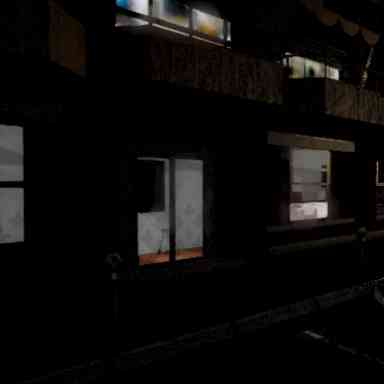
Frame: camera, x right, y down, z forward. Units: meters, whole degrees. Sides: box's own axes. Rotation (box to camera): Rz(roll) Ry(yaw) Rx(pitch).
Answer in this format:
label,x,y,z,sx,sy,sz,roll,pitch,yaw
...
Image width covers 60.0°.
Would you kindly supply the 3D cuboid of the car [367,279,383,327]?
label,x,y,z,sx,sy,sz,roll,pitch,yaw
car,4.726,1.551,5.654,4.206,1.307,1.802,0,0,-34
